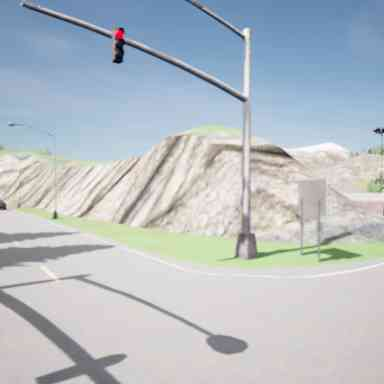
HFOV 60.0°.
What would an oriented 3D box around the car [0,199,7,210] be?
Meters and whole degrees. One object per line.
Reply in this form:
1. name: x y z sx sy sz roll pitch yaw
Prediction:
1. car: -25.337 1.562 43.127 1.994 1.385 4.181 0 0 -35
